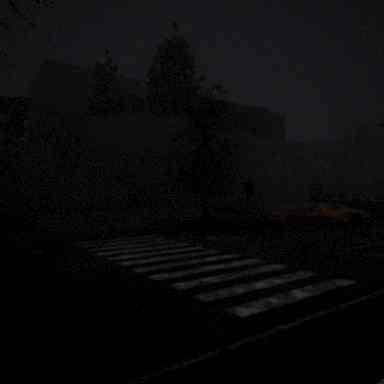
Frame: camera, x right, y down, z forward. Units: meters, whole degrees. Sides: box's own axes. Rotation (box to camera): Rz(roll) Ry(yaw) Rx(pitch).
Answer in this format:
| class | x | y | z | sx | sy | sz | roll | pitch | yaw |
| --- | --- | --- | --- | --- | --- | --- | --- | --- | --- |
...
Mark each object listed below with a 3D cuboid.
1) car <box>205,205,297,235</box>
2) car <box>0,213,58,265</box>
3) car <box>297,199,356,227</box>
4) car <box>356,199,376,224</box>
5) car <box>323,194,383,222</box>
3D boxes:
| class | x | y | z | sx | sy | sz | roll | pitch | yaw |
| --- | --- | --- | --- | --- | --- | --- | --- | --- | --- |
| car | 3.007 | 1.488 | 18.686 | 4.792 | 1.488 | 2.163 | -1 | -1 | 35 |
| car | -6.772 | 1.519 | 11.721 | 4.792 | 1.488 | 2.163 | -1 | -1 | 34 |
| car | 7.717 | 1.439 | 22.283 | 5.366 | 1.575 | 1.946 | -1 | 0 | 35 |
| car | 10.317 | 1.466 | 23.930 | 4.674 | 1.452 | 2.002 | -1 | -1 | 34 |
| car | 12.791 | 1.160 | 25.659 | 5.566 | 2.045 | 2.435 | -1 | -1 | 35 |
